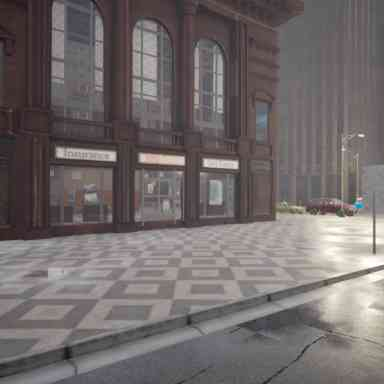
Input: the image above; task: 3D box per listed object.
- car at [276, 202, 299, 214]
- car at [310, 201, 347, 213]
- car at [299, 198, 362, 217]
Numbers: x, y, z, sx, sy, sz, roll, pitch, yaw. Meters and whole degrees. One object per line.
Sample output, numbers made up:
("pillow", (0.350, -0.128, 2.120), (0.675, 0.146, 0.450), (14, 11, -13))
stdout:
("car", (10.778, 1.801, 38.044), (1.752, 1.417, 4.829), (0, 0, -35))
("car", (17.637, 1.900, 43.110), (1.802, 1.307, 4.206), (-1, 0, -35))
("car", (13.923, 1.524, 33.591), (2.192, 1.841, 5.009), (0, 0, -35))
